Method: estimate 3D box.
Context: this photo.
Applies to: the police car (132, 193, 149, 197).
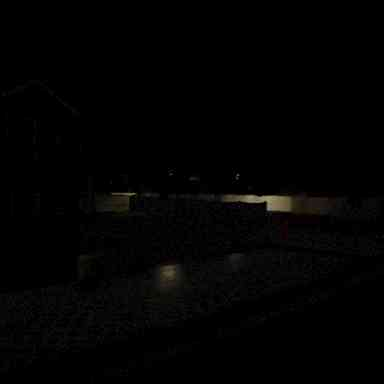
[{"bbox_3d":[-7.325,0.971,47.955,1.930,1.638,5.238,1,0,-44],"label":"police car"}]
